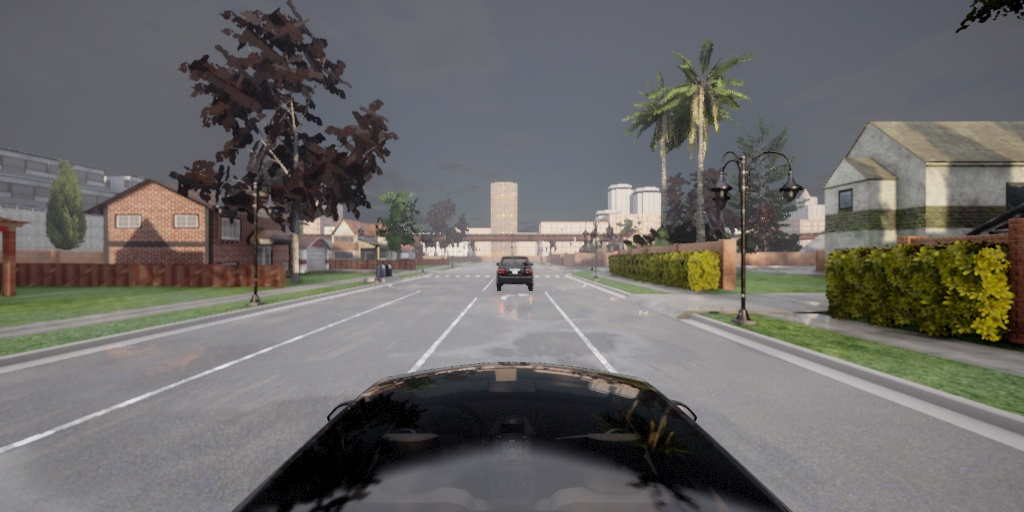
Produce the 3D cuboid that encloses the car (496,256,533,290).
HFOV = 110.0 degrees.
[{"bbox_3d":[0.181,1.020,22.833,2.150,2.045,5.566,0,0,0],"label":"car"}]
